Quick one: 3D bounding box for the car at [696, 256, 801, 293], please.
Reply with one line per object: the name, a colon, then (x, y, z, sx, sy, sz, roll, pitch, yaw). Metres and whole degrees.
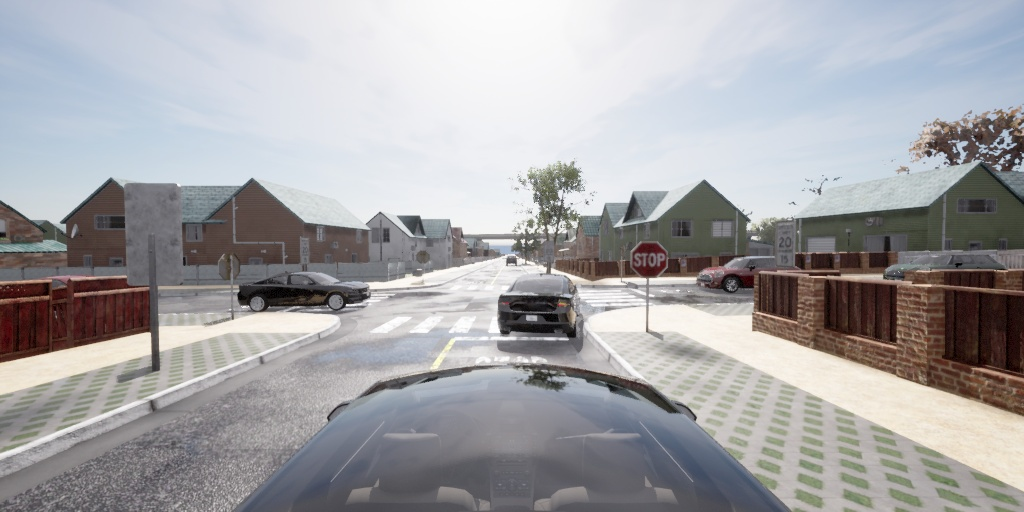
car: (11.786, 0.820, 17.975, 4.553, 1.767, 2.097, -1, 2, 0)

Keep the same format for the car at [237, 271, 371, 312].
car: (-8.485, 1.376, 14.866, 5.008, 1.535, 1.882, -1, 2, 0)

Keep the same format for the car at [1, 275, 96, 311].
car: (-18.038, 1.546, 14.791, 5.008, 1.535, 1.882, -1, 2, 0)

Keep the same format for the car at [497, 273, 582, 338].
car: (0.947, 1.224, 10.351, 1.882, 1.535, 5.008, 0, 0, 12)

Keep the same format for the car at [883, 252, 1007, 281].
car: (21.681, 0.645, 18.059, 4.553, 1.767, 2.097, -1, 2, 0)
